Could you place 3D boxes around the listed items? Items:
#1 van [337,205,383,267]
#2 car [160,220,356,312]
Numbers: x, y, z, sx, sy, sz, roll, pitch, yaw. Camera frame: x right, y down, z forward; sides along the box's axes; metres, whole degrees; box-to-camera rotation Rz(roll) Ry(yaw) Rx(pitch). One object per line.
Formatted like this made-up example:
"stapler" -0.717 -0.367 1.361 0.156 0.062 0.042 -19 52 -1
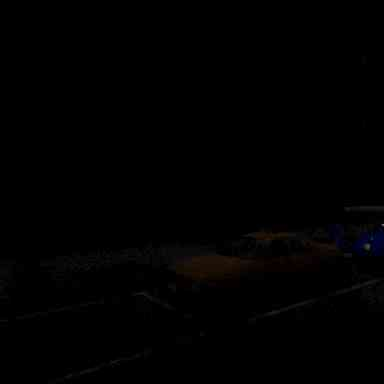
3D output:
"van" 6.280 1.335 11.030 3.998 1.788 1.690 0 -1 -36
"car" 1.597 1.522 7.685 4.829 1.417 1.752 0 -1 -36
